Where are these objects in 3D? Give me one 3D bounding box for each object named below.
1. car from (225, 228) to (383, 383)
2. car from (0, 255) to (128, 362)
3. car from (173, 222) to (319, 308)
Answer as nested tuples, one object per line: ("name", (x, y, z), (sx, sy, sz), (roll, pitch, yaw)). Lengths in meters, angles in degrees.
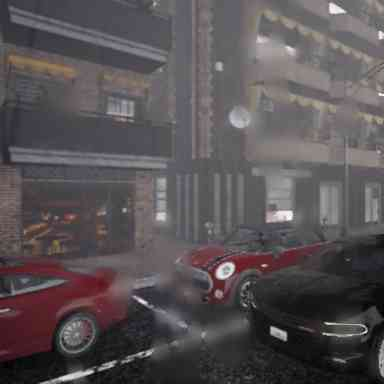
("car", (3.113, 1.503, 5.600), (5.008, 1.535, 1.882), (0, 0, -35))
("car", (-2.945, 1.583, 4.465), (4.206, 1.307, 1.802), (0, 0, -35))
("car", (1.554, 1.465, 7.675), (4.097, 1.590, 1.967), (0, 0, -35))
